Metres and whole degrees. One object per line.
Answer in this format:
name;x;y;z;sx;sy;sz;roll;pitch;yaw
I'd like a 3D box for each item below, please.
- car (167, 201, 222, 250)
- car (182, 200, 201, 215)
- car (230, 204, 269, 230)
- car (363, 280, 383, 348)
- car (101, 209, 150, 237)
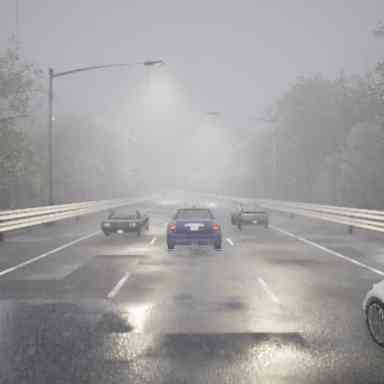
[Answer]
car;0.076;1.352;14.383;2.097;1.767;4.553;0;0;0
car;-0.073;1.581;34.169;1.895;1.301;4.718;0;0;-1
car;3.541;1.485;21.181;2.128;1.511;4.902;0;0;0
car;3.597;1.527;3.294;1.812;1.442;4.674;0;0;0
car;-3.440;1.598;18.141;1.895;1.301;4.718;0;0;0
